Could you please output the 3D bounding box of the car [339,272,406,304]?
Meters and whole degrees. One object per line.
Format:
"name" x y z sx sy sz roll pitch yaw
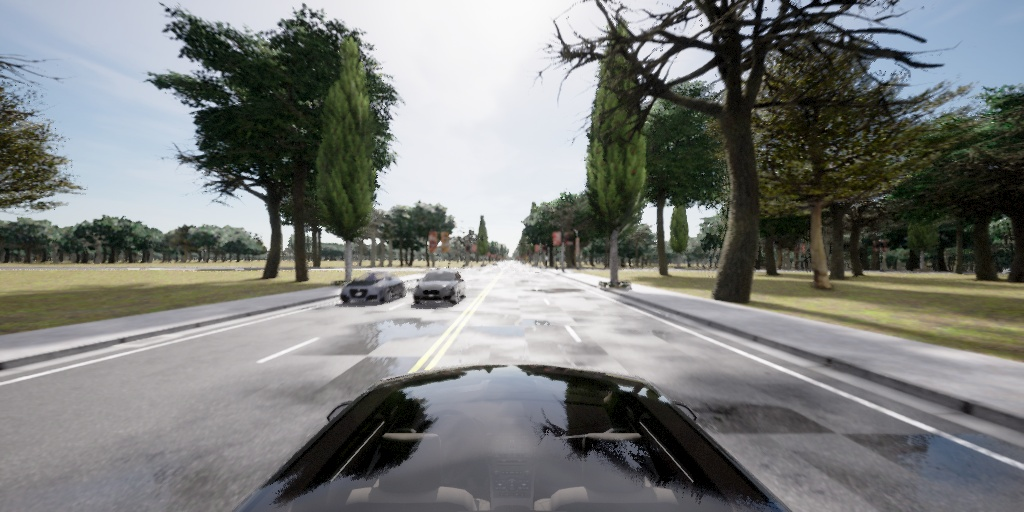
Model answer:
"car" -6.594 1.466 17.401 1.994 1.385 4.181 0 -1 0

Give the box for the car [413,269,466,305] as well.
"car" -3.345 1.406 17.243 1.837 1.490 4.892 0 -1 0
